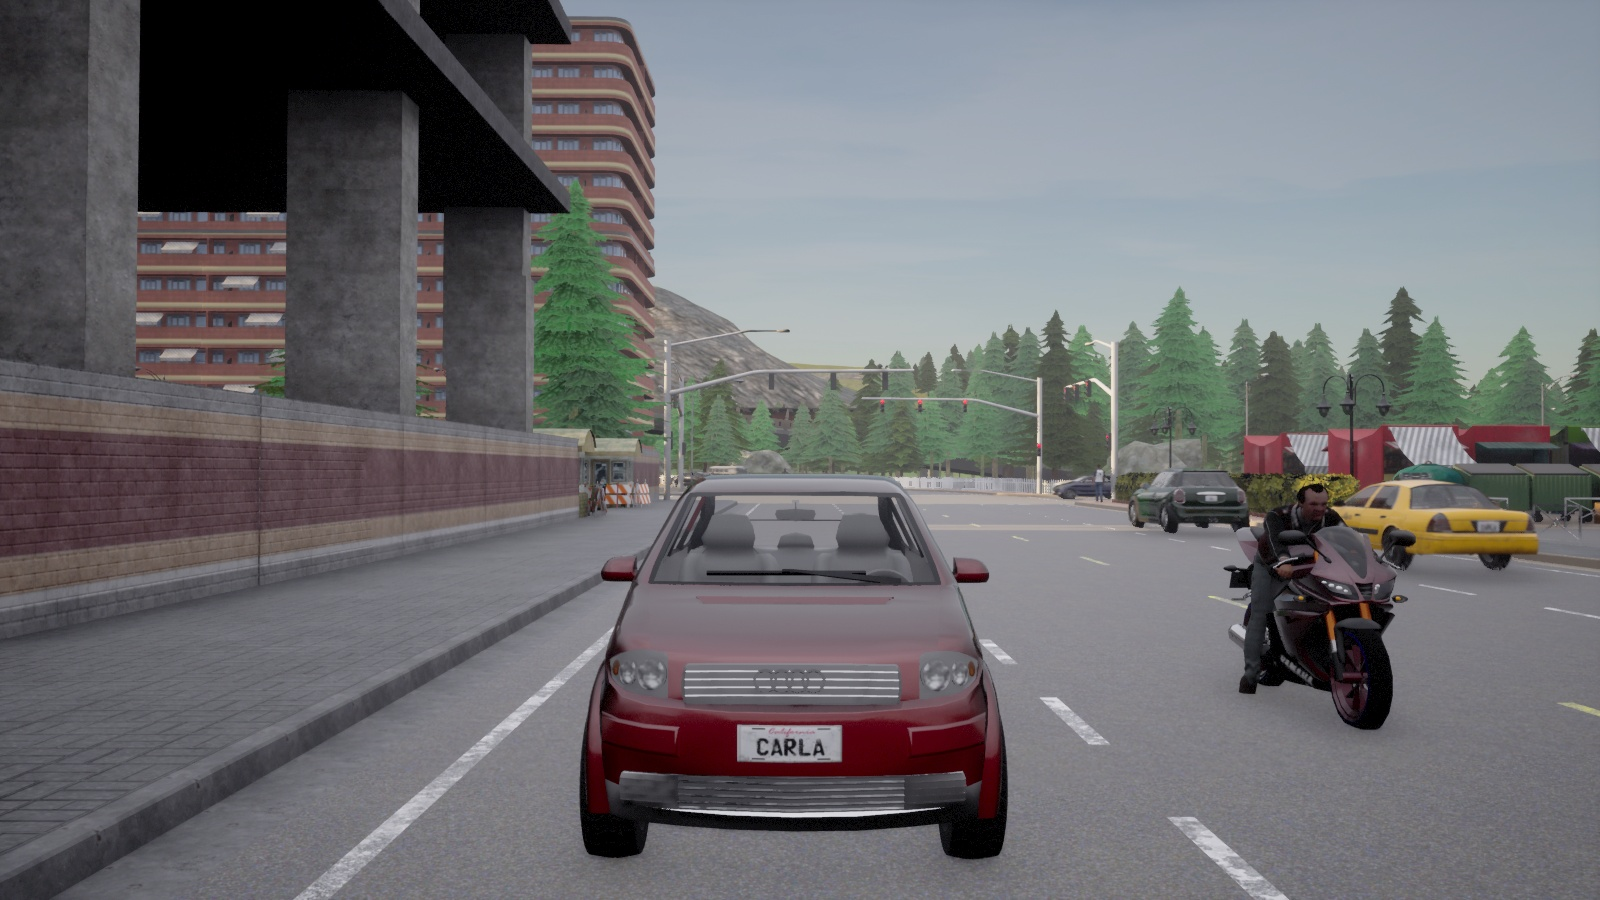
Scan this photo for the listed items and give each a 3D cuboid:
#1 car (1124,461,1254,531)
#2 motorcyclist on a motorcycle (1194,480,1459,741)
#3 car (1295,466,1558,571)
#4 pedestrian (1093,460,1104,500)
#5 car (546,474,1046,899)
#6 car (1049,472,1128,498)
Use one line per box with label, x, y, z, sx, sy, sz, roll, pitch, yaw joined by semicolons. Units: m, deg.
car;10.406;1.201;33.988;2.097;1.767;4.553;0;-1;0
motorcyclist on a motorcycle;3.476;0.979;8.565;0.866;1.530;2.191;0;-1;0
car;10.440;1.072;21.491;1.801;1.575;5.366;0;-1;0
pedestrian;14.045;1.402;59.055;0.354;1.836;0.706;0;-1;0
car;-0.016;0.900;6.363;1.789;1.549;3.705;0;-1;0
car;16.901;2.050;73.697;4.193;1.474;1.816;0;-1;-2
